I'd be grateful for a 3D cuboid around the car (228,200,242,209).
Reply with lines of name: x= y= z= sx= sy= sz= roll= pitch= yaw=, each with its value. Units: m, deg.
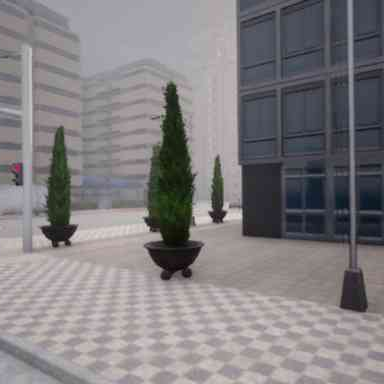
car: x=7.260 y=1.884 z=50.926 sx=1.994 sy=1.385 sz=4.181 roll=-1 pitch=0 yaw=35
